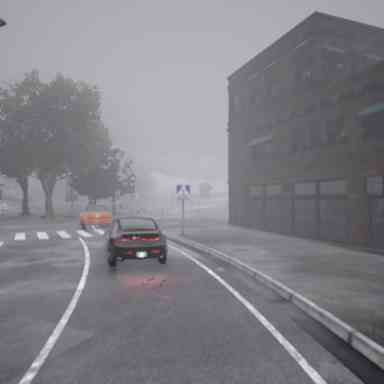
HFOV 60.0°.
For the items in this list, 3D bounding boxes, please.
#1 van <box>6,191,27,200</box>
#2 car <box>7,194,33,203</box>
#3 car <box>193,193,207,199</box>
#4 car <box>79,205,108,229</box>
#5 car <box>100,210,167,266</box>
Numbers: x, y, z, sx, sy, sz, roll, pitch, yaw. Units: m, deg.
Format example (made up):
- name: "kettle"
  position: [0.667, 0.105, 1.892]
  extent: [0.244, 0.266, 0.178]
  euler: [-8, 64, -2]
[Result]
- name: "van"
  position: [-43.196, 1.441, 83.387]
  extent: [1.878, 1.987, 4.442]
  euler: [4, 2, 31]
- name: "car"
  position: [-41.374, 1.845, 80.973]
  extent: [2.097, 1.535, 5.008]
  euler: [4, 2, 31]
- name: "car"
  position: [1.098, 1.383, 95.329]
  extent: [4.792, 1.488, 2.163]
  euler: [-3, 2, 11]
- name: "car"
  position: [-7.238, 1.725, 24.795]
  extent: [2.097, 1.767, 4.553]
  euler: [0, -2, -21]
- name: "car"
  position: [-2.181, 1.601, 12.055]
  extent: [1.837, 1.490, 4.892]
  euler: [1, -1, -17]
